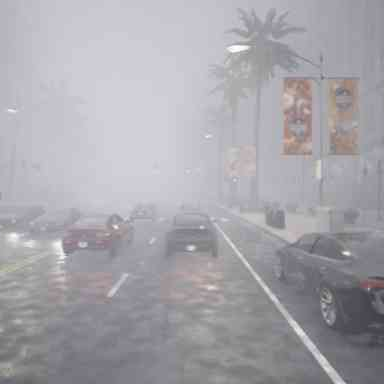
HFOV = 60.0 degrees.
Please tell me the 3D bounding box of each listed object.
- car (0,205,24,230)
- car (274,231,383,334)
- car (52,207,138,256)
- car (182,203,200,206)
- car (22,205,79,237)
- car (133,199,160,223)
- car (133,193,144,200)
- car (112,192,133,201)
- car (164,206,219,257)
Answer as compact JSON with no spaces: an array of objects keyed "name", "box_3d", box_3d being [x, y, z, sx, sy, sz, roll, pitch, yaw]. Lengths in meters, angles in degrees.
[{"name":"car","box_3d":[-10.608,1.542,21.100,2.033,1.411,5.357,0,0,0]},{"name":"car","box_3d":[3.164,1.511,6.897,2.161,1.482,4.786,0,0,-1]},{"name":"car","box_3d":[-3.510,1.523,13.025,1.812,1.442,4.674,0,0,0]},{"name":"car","box_3d":[-0.076,1.594,27.279,1.895,1.301,4.718,0,0,0]},{"name":"car","box_3d":[-7.125,1.521,18.284,1.812,1.442,4.674,0,0,0]},{"name":"car","box_3d":[-3.615,1.541,25.715,2.033,1.411,5.357,0,0,0]},{"name":"car","box_3d":[-15.753,1.517,88.167,2.033,1.411,5.357,0,0,-41]},{"name":"car","box_3d":[-17.766,1.478,85.176,1.837,1.490,4.892,0,0,-41]},{"name":"car","box_3d":[-0.010,1.503,12.922,1.837,1.490,4.892,0,0,0]}]
